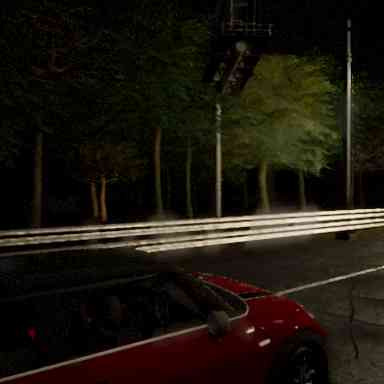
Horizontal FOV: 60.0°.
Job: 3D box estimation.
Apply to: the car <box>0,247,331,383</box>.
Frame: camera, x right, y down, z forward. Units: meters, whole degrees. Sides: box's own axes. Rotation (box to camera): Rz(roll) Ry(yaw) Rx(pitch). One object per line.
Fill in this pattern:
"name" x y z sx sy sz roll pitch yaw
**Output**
"car" -0.699 1.348 3.207 4.553 1.767 2.097 0 0 -35
